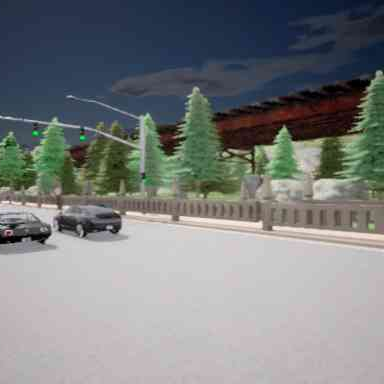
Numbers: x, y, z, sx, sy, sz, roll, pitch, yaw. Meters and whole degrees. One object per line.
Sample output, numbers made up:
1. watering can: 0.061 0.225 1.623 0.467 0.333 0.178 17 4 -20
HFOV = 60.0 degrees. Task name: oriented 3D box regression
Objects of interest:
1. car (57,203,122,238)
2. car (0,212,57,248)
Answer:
1. car: -5.342 1.341 16.714 1.837 1.490 4.892 -1 1 -43
2. car: -7.697 1.493 14.106 1.895 1.301 4.718 -1 1 -43
